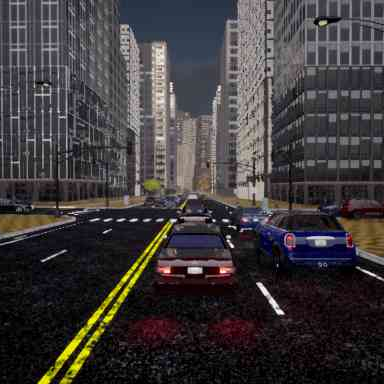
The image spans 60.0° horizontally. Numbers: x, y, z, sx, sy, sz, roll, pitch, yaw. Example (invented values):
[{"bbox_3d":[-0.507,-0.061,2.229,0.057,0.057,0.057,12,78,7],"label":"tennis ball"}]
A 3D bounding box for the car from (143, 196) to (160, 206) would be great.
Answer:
[{"bbox_3d":[-6.469,1.468,52.383,1.837,1.490,4.892,0,0,0],"label":"car"}]

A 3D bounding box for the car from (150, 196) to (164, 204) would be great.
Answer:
[{"bbox_3d":[-6.412,1.499,62.263,2.033,1.411,5.357,0,0,0],"label":"car"}]

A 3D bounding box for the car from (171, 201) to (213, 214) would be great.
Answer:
[{"bbox_3d":[0.144,1.482,18.605,2.128,1.511,4.902,0,0,0],"label":"car"}]

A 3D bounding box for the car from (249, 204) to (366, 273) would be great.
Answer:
[{"bbox_3d":[3.374,1.348,10.828,2.097,1.767,4.553,0,0,0],"label":"car"}]

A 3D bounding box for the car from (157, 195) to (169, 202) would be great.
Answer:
[{"bbox_3d":[-6.327,1.478,72.933,2.033,1.411,5.357,0,0,0],"label":"car"}]

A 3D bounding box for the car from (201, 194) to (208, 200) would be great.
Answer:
[{"bbox_3d":[3.473,1.407,93.348,1.837,1.490,4.892,0,0,0],"label":"car"}]

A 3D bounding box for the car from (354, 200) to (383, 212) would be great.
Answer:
[{"bbox_3d":[21.903,1.642,39.153,4.829,1.417,1.752,1,0,1],"label":"car"}]

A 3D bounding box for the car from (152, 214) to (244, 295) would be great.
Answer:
[{"bbox_3d":[0.114,1.544,8.860,2.033,1.411,5.357,0,0,1],"label":"car"}]

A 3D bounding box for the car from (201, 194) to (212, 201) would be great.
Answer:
[{"bbox_3d":[3.441,1.532,74.694,1.895,1.301,4.718,0,0,0],"label":"car"}]

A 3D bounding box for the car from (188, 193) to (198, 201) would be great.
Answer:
[{"bbox_3d":[0.197,1.149,82.695,2.150,2.045,5.566,0,0,0],"label":"car"}]

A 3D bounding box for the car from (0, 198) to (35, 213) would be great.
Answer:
[{"bbox_3d":[-18.747,1.340,34.127,4.902,1.511,2.128,1,1,1],"label":"car"}]

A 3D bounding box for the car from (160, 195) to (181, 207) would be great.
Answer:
[{"bbox_3d":[-3.201,1.317,50.541,2.097,1.767,4.553,0,0,-1],"label":"car"}]

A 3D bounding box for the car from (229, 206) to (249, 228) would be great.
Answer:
[{"bbox_3d":[3.398,1.537,20.213,2.033,1.411,5.357,0,0,0],"label":"car"}]

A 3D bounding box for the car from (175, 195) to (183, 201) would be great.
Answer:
[{"bbox_3d":[-3.061,1.429,79.515,1.837,1.490,4.892,0,0,0],"label":"car"}]

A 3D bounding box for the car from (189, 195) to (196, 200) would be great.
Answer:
[{"bbox_3d":[0.222,1.503,93.031,1.895,1.301,4.718,0,0,0],"label":"car"}]

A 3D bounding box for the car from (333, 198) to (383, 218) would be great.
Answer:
[{"bbox_3d":[16.274,1.519,30.880,5.009,1.841,2.192,1,0,1],"label":"car"}]
